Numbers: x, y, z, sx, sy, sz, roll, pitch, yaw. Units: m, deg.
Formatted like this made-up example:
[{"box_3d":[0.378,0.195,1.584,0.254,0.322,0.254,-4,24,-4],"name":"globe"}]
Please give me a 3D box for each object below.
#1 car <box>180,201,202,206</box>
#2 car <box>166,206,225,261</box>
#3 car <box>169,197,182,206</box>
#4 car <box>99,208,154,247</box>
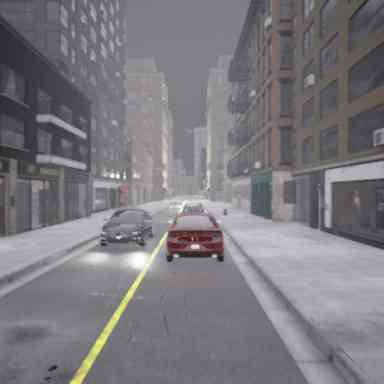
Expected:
[{"box_3d":[0.111,1.647,31.274,1.895,1.301,4.718,0,0,0],"name":"car"},{"box_3d":[0.103,1.498,12.462,1.882,1.535,5.008,0,0,0],"name":"car"},{"box_3d":[-2.779,1.594,57.246,1.812,1.442,4.674,0,0,1],"name":"car"},{"box_3d":[-2.845,1.530,15.322,1.837,1.490,4.892,0,0,0],"name":"car"}]
